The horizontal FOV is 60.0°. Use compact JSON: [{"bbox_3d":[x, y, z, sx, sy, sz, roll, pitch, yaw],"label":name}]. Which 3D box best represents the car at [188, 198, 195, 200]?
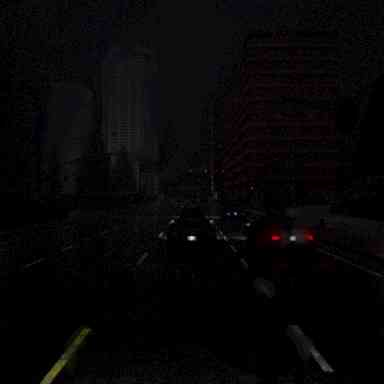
[{"bbox_3d":[-0.060,2.324,92.739,2.033,1.411,5.357,0,-1,0],"label":"car"}]

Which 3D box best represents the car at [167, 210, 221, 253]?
[{"bbox_3d":[-0.004,1.697,14.316,1.994,1.385,4.181,0,0,0],"label":"car"}]

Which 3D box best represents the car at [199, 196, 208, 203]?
[{"bbox_3d":[3.440,2.284,92.741,1.837,1.490,4.892,0,-1,0],"label":"car"}]

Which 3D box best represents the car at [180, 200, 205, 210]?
[{"bbox_3d":[-0.013,1.778,29.301,1.837,1.490,4.892,0,0,0],"label":"car"}]

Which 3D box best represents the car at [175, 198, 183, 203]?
[{"bbox_3d":[-3.559,2.345,91.906,1.837,1.490,4.892,0,-1,0],"label":"car"}]

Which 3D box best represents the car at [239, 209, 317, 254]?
[{"bbox_3d":[3.493,1.677,13.986,2.033,1.411,5.357,0,0,0],"label":"car"}]

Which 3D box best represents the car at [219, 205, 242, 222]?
[{"bbox_3d":[3.486,1.815,28.985,2.033,1.411,5.357,0,0,0],"label":"car"}]
